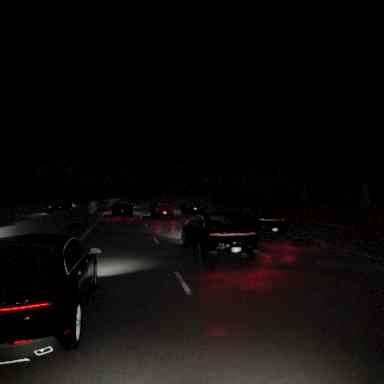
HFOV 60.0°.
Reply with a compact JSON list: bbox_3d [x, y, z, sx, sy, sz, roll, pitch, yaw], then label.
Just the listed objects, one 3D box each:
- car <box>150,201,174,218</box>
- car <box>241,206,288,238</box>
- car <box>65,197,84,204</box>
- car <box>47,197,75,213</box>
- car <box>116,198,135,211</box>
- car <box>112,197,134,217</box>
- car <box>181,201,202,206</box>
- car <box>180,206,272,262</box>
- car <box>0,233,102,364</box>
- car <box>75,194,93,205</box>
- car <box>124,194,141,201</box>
[{"bbox_3d":[-2.752,1.564,30.244,1.812,1.442,4.674,0,0,-11],"label":"car"},{"bbox_3d":[3.337,1.511,17.692,2.128,1.511,4.902,0,0,-11],"label":"car"},{"bbox_3d":[-23.204,1.668,65.667,1.994,1.385,4.181,0,0,5],"label":"car"},{"bbox_3d":[-15.056,1.559,38.016,1.837,1.490,4.892,0,0,-9],"label":"car"},{"bbox_3d":[-8.671,1.546,43.550,2.128,1.511,4.902,0,0,-7],"label":"car"},{"bbox_3d":[-6.754,1.521,32.313,1.882,1.535,5.008,0,0,-11],"label":"car"},{"bbox_3d":[-0.066,1.606,34.683,1.994,1.385,4.181,0,0,-11],"label":"car"},{"bbox_3d":[0.843,1.506,12.332,2.128,1.511,4.902,0,0,-11],"label":"car"},{"bbox_3d":[-2.811,1.514,6.023,1.837,1.490,4.892,0,0,-11],"label":"car"},{"bbox_3d":[-20.012,1.318,61.192,2.150,2.045,5.566,0,0,3],"label":"car"},{"bbox_3d":[-14.033,1.239,78.451,2.128,1.511,4.902,0,0,13],"label":"car"}]
